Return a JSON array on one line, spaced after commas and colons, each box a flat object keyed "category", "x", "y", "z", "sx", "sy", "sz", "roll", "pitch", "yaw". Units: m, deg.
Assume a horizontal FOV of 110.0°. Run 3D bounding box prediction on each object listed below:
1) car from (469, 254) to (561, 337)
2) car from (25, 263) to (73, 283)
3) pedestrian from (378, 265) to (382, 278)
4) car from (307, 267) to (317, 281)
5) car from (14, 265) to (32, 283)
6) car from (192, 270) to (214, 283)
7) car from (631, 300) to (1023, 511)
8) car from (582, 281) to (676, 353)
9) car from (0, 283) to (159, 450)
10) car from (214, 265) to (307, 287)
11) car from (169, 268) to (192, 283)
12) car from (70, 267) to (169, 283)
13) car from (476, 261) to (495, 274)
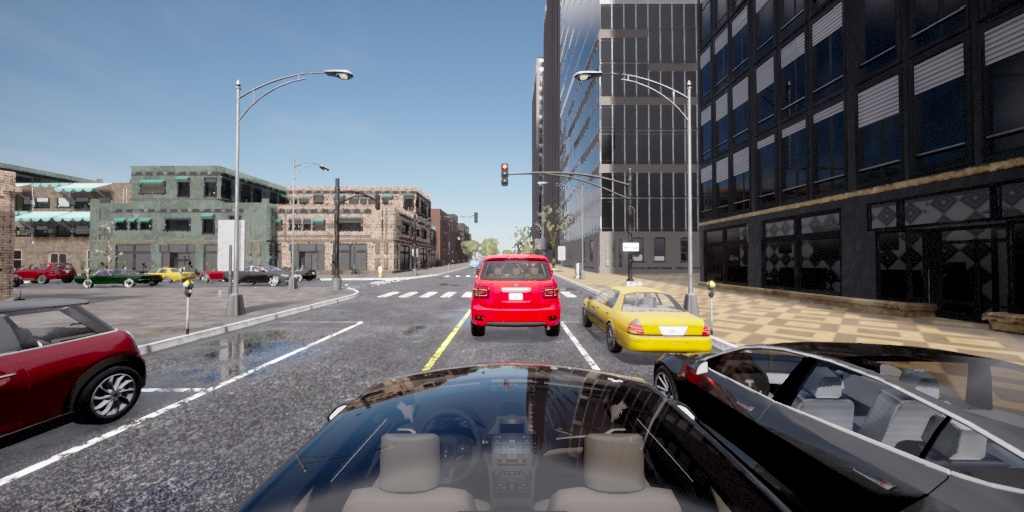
[{"category": "car", "x": 0.081, "y": 0.975, "z": 10.480, "sx": 2.150, "sy": 2.045, "sz": 5.566, "roll": 0, "pitch": 0, "yaw": 0}, {"category": "car", "x": -41.668, "y": 1.522, "z": 31.693, "sx": 5.009, "sy": 1.841, "sz": 2.192, "roll": 0, "pitch": 0, "yaw": 1}, {"category": "pedestrian", "x": -12.616, "y": 1.399, "z": 34.339, "sx": 0.375, "sy": 1.300, "sz": 0.375, "roll": 0, "pitch": 0, "yaw": 1}, {"category": "car", "x": -19.477, "y": 1.562, "z": 31.458, "sx": 4.313, "sy": 1.339, "sz": 1.948, "roll": 0, "pitch": 0, "yaw": 1}, {"category": "car", "x": -38.505, "y": 1.591, "z": 25.890, "sx": 4.892, "sy": 1.490, "sz": 1.837, "roll": -1, "pitch": -1, "yaw": 1}, {"category": "car", "x": -25.025, "y": 1.489, "z": 31.517, "sx": 4.097, "sy": 1.591, "sz": 1.967, "roll": 0, "pitch": 0, "yaw": 1}, {"category": "car", "x": 2.655, "y": 1.316, "z": 2.791, "sx": 1.948, "sy": 1.339, "sz": 4.313, "roll": 0, "pitch": 0, "yaw": 0}, {"category": "car", "x": 2.813, "y": 1.277, "z": 8.605, "sx": 1.751, "sy": 1.417, "sz": 4.829, "roll": 0, "pitch": 0, "yaw": 0}, {"category": "car", "x": -5.692, "y": 1.190, "z": 2.827, "sx": 1.967, "sy": 1.591, "sz": 4.097, "roll": 0, "pitch": 0, "yaw": 0}, {"category": "car", "x": -17.885, "y": 1.381, "z": 25.676, "sx": 4.902, "sy": 1.511, "sz": 2.128, "roll": -1, "pitch": -1, "yaw": 2}, {"category": "car", "x": -30.743, "y": 1.627, "z": 31.577, "sx": 4.829, "sy": 1.417, "sz": 1.751, "roll": 0, "pitch": 0, "yaw": 1}, {"category": "car", "x": -28.092, "y": 1.587, "z": 25.766, "sx": 4.718, "sy": 1.301, "sz": 1.895, "roll": -1, "pitch": -1, "yaw": 1}, {"category": "car", "x": -3.193, "y": 1.312, "z": 43.986, "sx": 2.033, "sy": 1.411, "sz": 5.357, "roll": 0, "pitch": 0, "yaw": 0}]
